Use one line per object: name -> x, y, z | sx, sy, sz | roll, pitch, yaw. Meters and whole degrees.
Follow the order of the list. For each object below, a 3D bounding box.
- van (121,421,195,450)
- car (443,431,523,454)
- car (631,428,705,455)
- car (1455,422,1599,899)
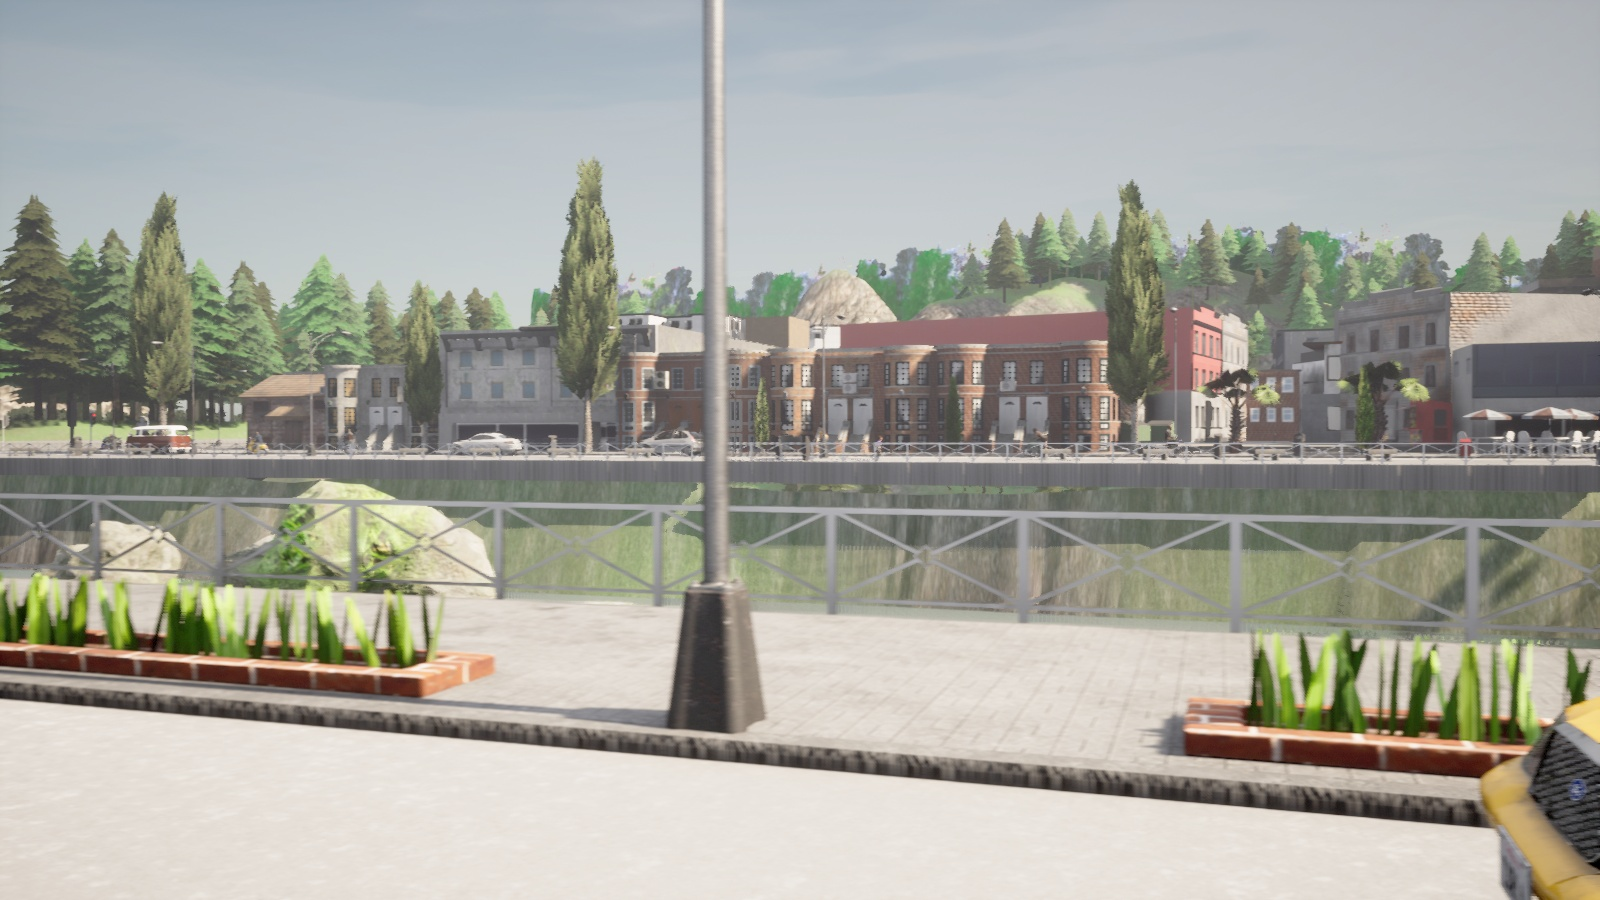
van -> -45.069, -1.031, 88.142 | 4.480, 2.038, 2.069 | 1, 1, 19
car -> -20.112, -0.501, 79.758 | 4.674, 1.442, 1.812 | 1, 1, 19
car -> -7.957, -0.517, 75.671 | 3.988, 1.617, 1.851 | 1, 1, 19
car -> 4.336, 0.746, 2.261 | 5.366, 1.575, 1.801 | 1, 1, 19
